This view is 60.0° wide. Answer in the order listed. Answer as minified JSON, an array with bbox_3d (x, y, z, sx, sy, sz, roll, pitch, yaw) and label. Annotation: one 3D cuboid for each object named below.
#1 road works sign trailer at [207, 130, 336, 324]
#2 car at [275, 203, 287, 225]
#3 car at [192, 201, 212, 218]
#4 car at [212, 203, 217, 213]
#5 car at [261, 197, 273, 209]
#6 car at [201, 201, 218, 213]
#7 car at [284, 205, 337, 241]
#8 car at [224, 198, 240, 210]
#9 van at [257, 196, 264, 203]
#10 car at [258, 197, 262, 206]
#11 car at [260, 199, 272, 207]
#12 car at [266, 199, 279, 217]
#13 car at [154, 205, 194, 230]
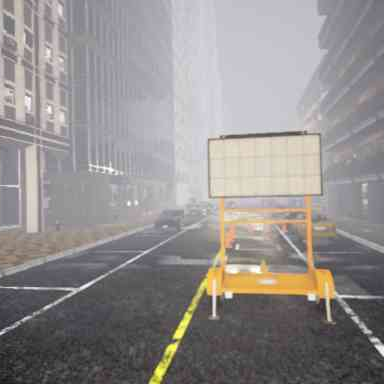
[{"bbox_3d":[1.587,0.515,7.316,2.380,3.560,2.880,-1,-1,10],"label":"road works sign trailer"},{"bbox_3d":[6.893,1.671,22.213,1.947,1.339,4.313,-1,-1,10],"label":"car"},{"bbox_3d":[0.540,1.954,34.759,2.008,1.369,4.403,-1,-1,10],"label":"car"},{"bbox_3d":[1.490,1.890,40.329,1.967,1.590,4.097,-1,-1,10],"label":"car"},{"bbox_3d":[10.700,1.730,44.484,1.967,1.590,4.097,-1,-1,10],"label":"car"},{"bbox_3d":[2.416,2.020,45.727,1.752,1.417,4.829,-1,-1,10],"label":"car"},{"bbox_3d":[5.968,1.587,16.813,1.752,1.417,4.829,-1,-1,10],"label":"car"},{"bbox_3d":[5.404,1.955,47.462,1.837,1.490,4.892,-1,-1,10],"label":"car"},{"bbox_3d":[18.320,2.019,89.025,1.690,1.788,3.998,-1,-1,10],"label":"van"},{"bbox_3d":[12.604,1.700,55.621,2.192,1.841,5.009,-1,-1,10],"label":"car"},{"bbox_3d":[13.562,2.014,61.185,1.802,1.307,4.206,-1,-1,10],"label":"car"},{"bbox_3d":[8.798,1.747,33.348,2.008,1.369,4.403,-1,-1,10],"label":"car"},{"bbox_3d":[-1.366,1.878,23.624,1.947,1.339,4.313,-1,-1,10],"label":"car"}]
